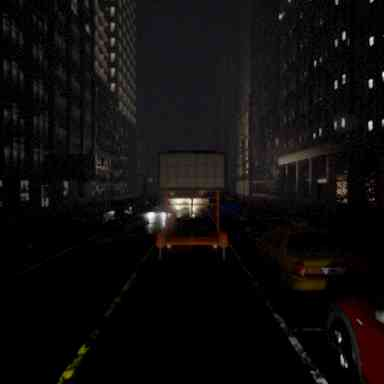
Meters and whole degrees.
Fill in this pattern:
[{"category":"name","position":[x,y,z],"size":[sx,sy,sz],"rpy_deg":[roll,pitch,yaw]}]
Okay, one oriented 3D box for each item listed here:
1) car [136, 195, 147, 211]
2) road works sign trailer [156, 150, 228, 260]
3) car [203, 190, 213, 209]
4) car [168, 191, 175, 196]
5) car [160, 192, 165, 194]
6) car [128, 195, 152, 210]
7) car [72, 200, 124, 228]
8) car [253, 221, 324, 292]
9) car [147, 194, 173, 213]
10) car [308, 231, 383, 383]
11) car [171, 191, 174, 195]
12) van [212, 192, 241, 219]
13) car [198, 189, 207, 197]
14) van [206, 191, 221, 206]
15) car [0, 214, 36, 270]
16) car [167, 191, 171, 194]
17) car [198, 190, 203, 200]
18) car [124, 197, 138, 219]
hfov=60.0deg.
[{"category":"car","position":[-5.696,1.176,31.137],"size":[1.887,1.381,4.507],"rpy_deg":[-1,1,0]},{"category":"road works sign trailer","position":[0.005,0.324,11.794],"size":[2.380,3.560,2.880],"rpy_deg":[0,1,0]},{"category":"car","position":[2.682,0.880,36.817],"size":[2.192,1.841,5.009],"rpy_deg":[-1,1,0]},{"category":"car","position":[-5.691,0.421,93.483],"size":[1.752,1.417,4.829],"rpy_deg":[-1,1,0]},{"category":"car","position":[-5.694,0.915,53.870],"size":[2.008,1.369,4.403],"rpy_deg":[-1,1,0]},{"category":"car","position":[-5.696,1.116,36.821],"size":[2.008,1.369,4.403],"rpy_deg":[-1,1,0]},{"category":"car","position":[-5.697,1.316,19.771],"size":[2.008,1.369,4.403],"rpy_deg":[-1,1,0]},{"category":"car","position":[2.682,1.423,8.573],"size":[1.752,1.417,4.829],"rpy_deg":[-1,1,0]},{"category":"car","position":[-3.096,1.191,31.527],"size":[1.994,1.385,4.181],"rpy_deg":[0,1,0]},{"category":"car","position":[2.681,1.406,2.719],"size":[1.967,1.590,4.097],"rpy_deg":[-1,1,0]},{"category":"car","position":[-5.692,0.678,76.603],"size":[1.802,1.307,4.206],"rpy_deg":[-1,1,0]},{"category":"van","position":[2.682,1.040,25.451],"size":[1.690,1.788,3.998],"rpy_deg":[-1,1,0]},{"category":"car","position":[2.687,0.276,87.967],"size":[2.192,1.841,5.009],"rpy_deg":[-1,1,0]},{"category":"van","position":[2.683,0.839,42.501],"size":[1.690,1.788,3.998],"rpy_deg":[-1,1,0]},{"category":"car","position":[-5.699,1.339,8.403],"size":[1.967,1.590,4.097],"rpy_deg":[-1,1,0]},{"category":"car","position":[-5.693,0.781,65.236],"size":[2.008,1.369,4.403],"rpy_deg":[-1,1,0]},{"category":"car","position":[2.687,0.781,65.236],"size":[2.008,1.369,4.403],"rpy_deg":[-1,1,0]},{"category":"car","position":[-5.696,1.264,25.454],"size":[1.947,1.339,4.313],"rpy_deg":[-1,1,0]}]
